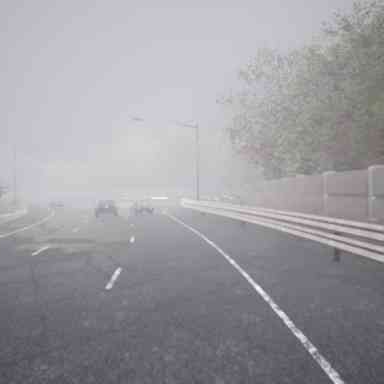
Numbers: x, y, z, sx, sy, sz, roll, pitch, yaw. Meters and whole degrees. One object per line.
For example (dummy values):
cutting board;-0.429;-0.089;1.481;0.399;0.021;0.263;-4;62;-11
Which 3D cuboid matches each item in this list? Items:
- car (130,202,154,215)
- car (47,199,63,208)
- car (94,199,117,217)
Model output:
car;-5.354;1.698;34.768;1.895;1.301;4.718;-1;0;-18
car;-23.390;1.922;56.818;1.994;1.385;4.181;-1;0;-32
car;-8.881;1.496;34.004;2.097;1.767;4.553;-1;0;-18
